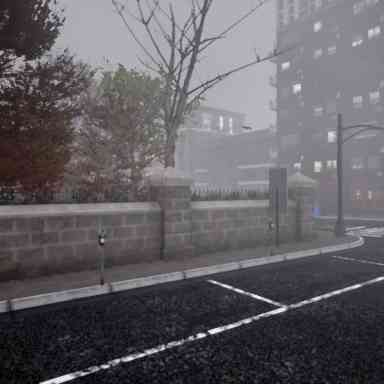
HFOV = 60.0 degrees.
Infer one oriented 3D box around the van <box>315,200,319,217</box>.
[{"bbox_3d":[10.421,1.645,32.627,1.690,1.788,3.998,-1,0,-36],"label":"van"}]
